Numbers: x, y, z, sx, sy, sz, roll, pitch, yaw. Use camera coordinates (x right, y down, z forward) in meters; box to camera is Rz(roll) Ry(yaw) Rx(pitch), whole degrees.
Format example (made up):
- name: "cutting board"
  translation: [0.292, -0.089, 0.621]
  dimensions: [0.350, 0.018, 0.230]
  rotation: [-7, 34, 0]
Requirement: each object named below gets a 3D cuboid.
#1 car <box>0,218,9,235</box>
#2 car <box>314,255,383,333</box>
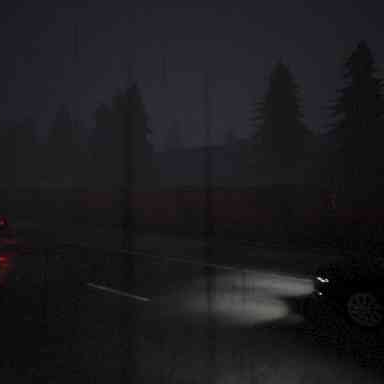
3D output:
- name: "car"
  translation: [-11.310, 1.530, 16.863]
  dimensions: [4.718, 1.301, 1.895]
  rotation: [0, 0, 37]
- name: "car"
  translation: [4.478, 1.506, 5.154]
  dimensions: [4.892, 1.490, 1.837]
  rotation: [1, 0, 37]
